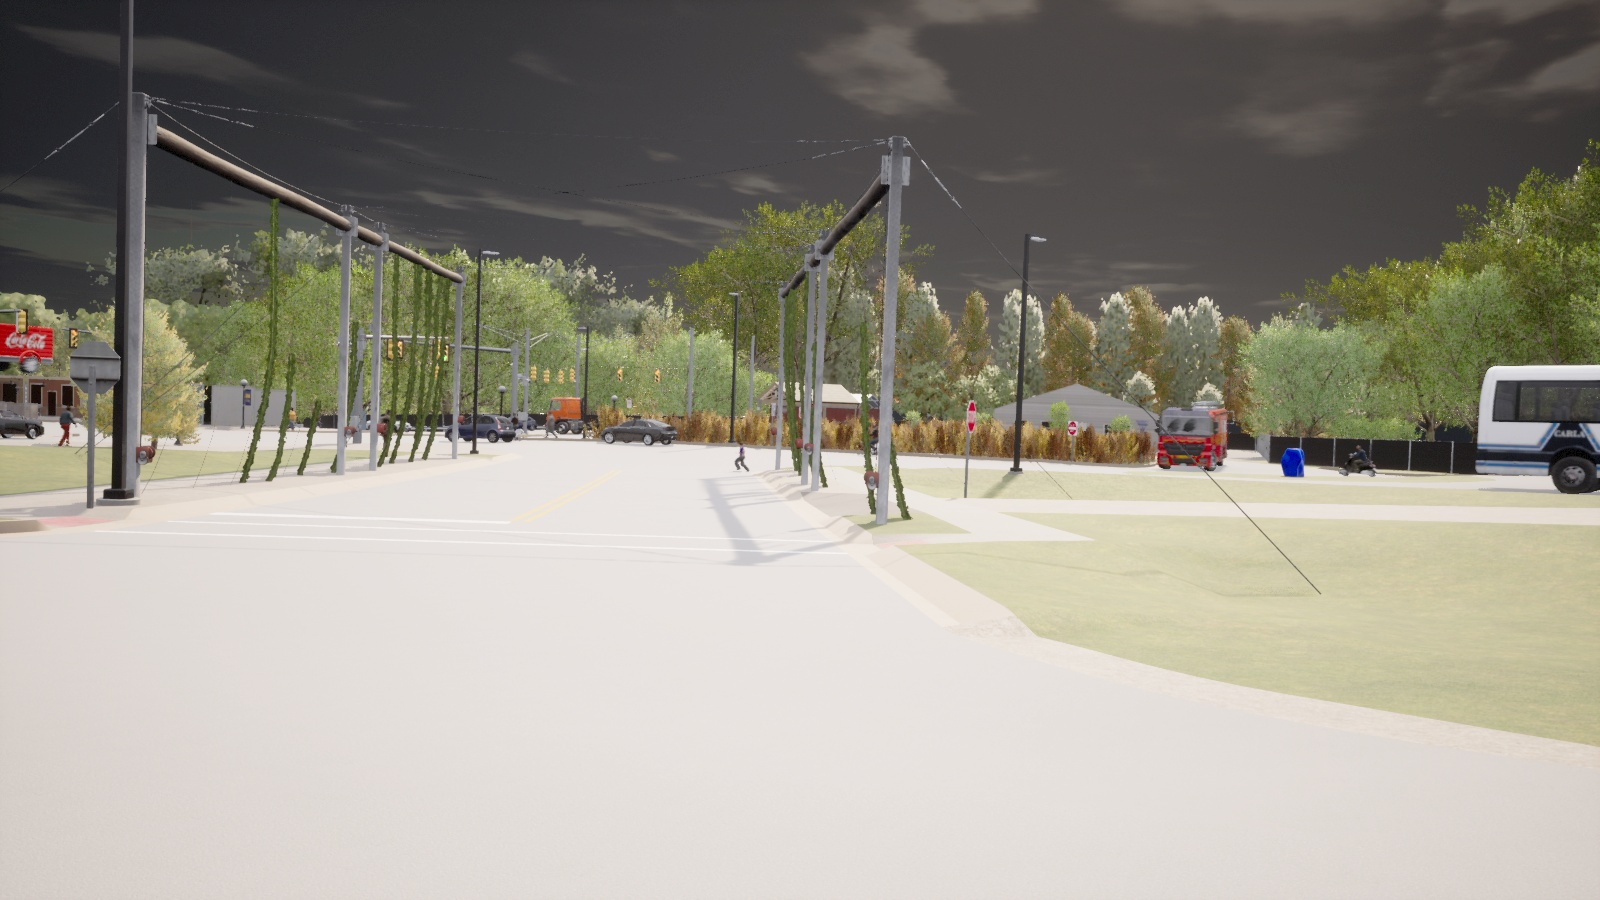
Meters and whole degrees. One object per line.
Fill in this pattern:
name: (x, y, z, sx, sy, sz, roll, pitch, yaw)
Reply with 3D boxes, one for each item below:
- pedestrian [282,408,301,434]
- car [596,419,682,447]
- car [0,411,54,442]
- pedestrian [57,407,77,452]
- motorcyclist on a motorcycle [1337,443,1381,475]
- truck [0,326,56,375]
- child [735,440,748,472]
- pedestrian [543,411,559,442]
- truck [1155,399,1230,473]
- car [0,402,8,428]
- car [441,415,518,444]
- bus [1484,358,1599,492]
pedestrian: (-36.280, -2.061, 89.552, 0.900, 1.855, 0.874, 3, 3, 27)
car: (-9.364, -1.017, 72.965, 4.892, 1.490, 1.837, 2, 3, 31)
car: (-39.778, -1.178, 61.961, 2.128, 1.511, 4.902, 2, 1, 16)
pedestrian: (-30.982, -0.866, 53.094, 0.353, 1.847, 0.614, 3, 3, 20)
motorcyclist on a motorcycle: (28.230, 0.450, 63.456, 1.817, 1.590, 0.866, 1, 2, 43)
truck: (-43.554, -5.457, 67.793, 2.627, 2.467, 5.204, 5, 3, 21)
child: (-2.334, 0.227, 50.198, 0.437, 1.263, 0.270, 2, 2, 7)
pedestrian: (-16.279, -1.551, 81.986, 0.873, 1.952, 0.659, 2, 2, 0)
truck: (22.683, -0.941, 72.237, 2.891, 3.827, 8.468, 2, 4, 25)
car: (-53.712, -2.291, 80.734, 5.027, 1.651, 2.152, 2, 2, 21)
car: (-18.542, -1.213, 72.723, 3.988, 1.617, 1.851, 1, 2, 20)
bus: (28.092, -0.708, 40.015, 10.273, 4.253, 3.944, 2, 1, 42)
